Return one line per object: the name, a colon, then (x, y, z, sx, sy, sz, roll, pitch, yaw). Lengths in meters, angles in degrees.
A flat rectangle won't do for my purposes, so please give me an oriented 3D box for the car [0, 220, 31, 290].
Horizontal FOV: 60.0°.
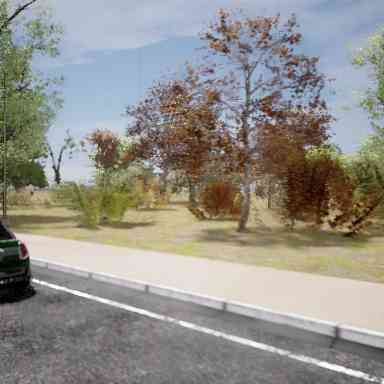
car: (-5.840, 1.340, 7.851, 4.553, 1.767, 2.097, 0, 0, 36)
